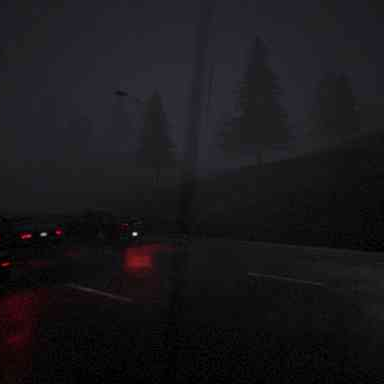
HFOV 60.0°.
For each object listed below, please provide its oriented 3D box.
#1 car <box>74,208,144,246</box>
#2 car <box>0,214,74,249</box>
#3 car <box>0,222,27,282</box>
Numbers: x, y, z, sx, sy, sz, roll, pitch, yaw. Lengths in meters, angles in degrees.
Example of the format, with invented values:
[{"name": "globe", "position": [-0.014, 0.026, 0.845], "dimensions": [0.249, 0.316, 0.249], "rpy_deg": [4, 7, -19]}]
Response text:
[{"name": "car", "position": [-4.424, 1.543, 15.662], "dimensions": [4.892, 1.490, 1.837], "rpy_deg": [0, 0, 35]}, {"name": "car", "position": [-7.424, 1.597, 13.503], "dimensions": [5.357, 1.411, 2.033], "rpy_deg": [0, 0, 35]}, {"name": "car", "position": [-6.402, 1.565, 8.492], "dimensions": [4.674, 1.442, 1.812], "rpy_deg": [0, 0, 35]}]
